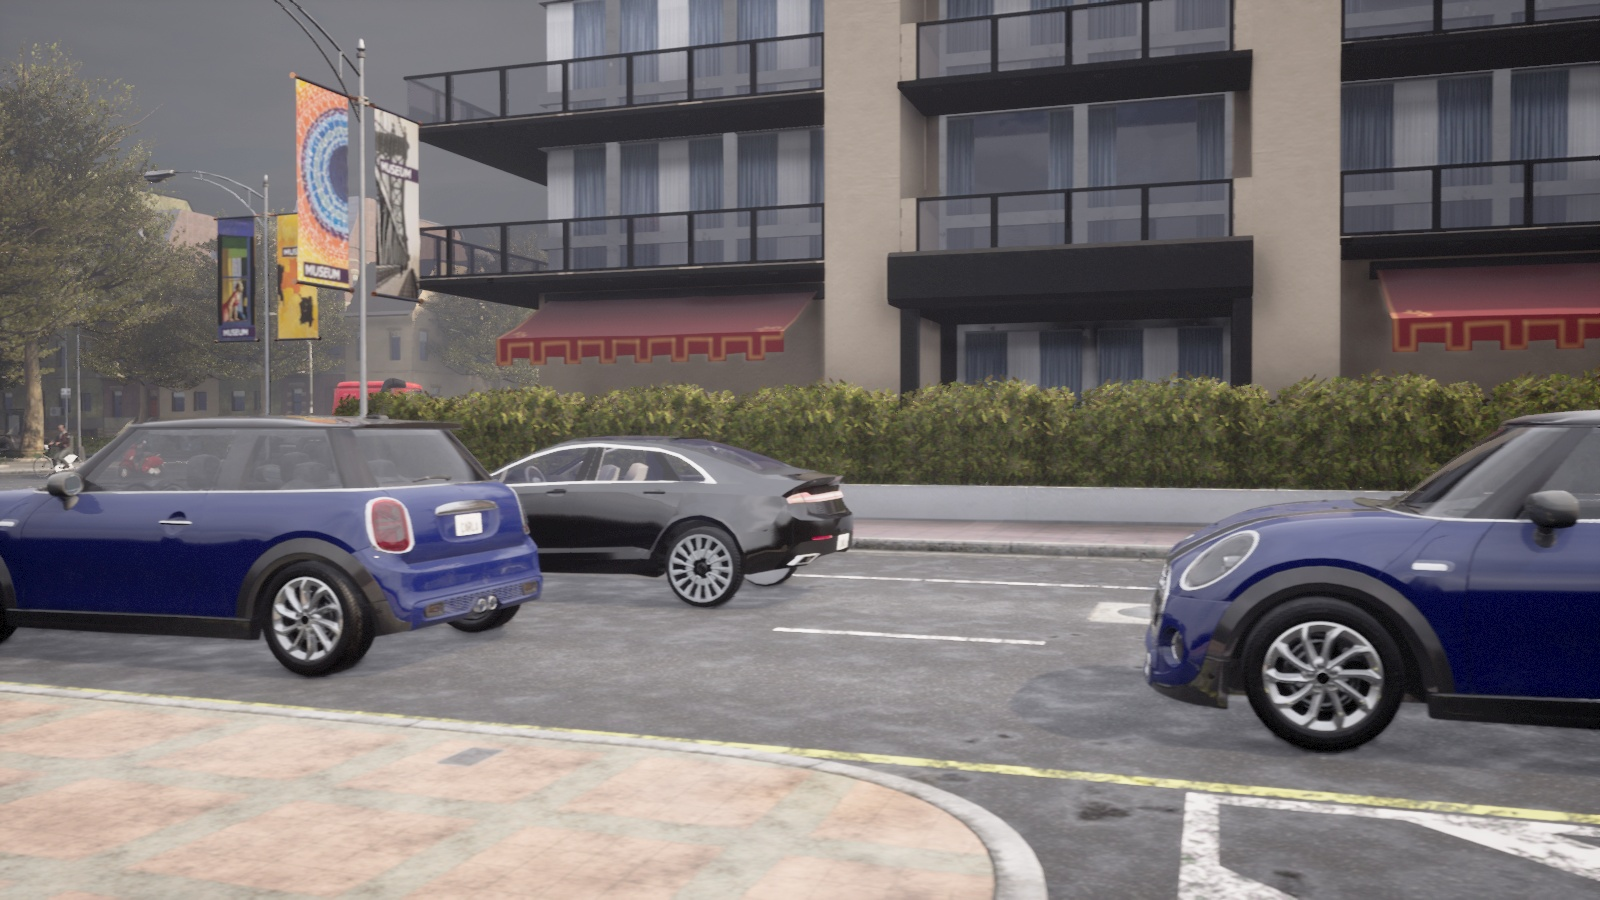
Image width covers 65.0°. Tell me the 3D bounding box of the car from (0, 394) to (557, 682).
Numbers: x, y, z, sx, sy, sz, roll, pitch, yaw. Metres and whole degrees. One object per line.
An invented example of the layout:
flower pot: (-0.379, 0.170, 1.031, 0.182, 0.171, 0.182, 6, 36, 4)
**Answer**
car: (-4.364, 0.501, 9.406, 4.553, 1.767, 2.097, 1, 1, 19)

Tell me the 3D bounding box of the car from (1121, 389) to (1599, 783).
car: (4.106, 0.598, 6.558, 4.553, 1.767, 2.097, 1, 1, 18)

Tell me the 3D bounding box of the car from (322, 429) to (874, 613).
car: (-1.927, 0.565, 12.280, 4.902, 1.511, 2.128, 1, 1, 19)

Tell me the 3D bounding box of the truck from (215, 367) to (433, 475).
truck: (-16.609, -1.000, 44.608, 2.891, 3.462, 7.936, 1, 1, 18)

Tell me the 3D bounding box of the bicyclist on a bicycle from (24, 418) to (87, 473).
bicyclist on a bicycle: (-24.859, -0.151, 41.974, 0.659, 1.776, 1.843, 1, 1, 18)

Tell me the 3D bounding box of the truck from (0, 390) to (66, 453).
truck: (-45.712, -1.609, 70.864, 7.936, 3.462, 2.891, 1, 1, 19)

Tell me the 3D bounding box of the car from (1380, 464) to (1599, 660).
car: (6.991, 0.811, 9.282, 4.718, 1.301, 1.895, 1, 1, 19)
